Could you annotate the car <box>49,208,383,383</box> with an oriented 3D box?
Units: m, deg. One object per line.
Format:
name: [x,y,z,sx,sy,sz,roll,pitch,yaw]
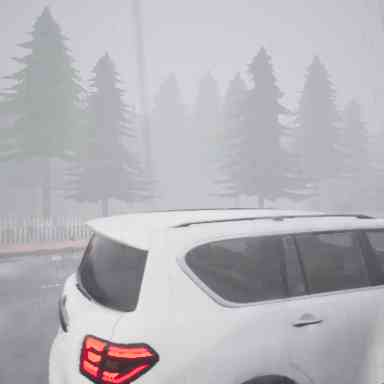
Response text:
car: [1.355,1.222,3.893,5.566,2.045,2.150,0,0,-26]
